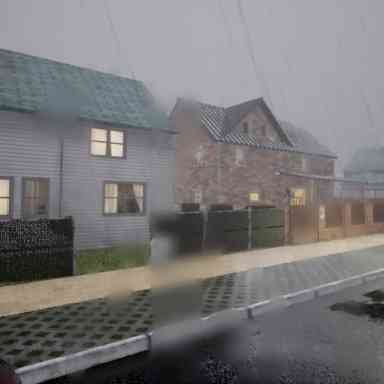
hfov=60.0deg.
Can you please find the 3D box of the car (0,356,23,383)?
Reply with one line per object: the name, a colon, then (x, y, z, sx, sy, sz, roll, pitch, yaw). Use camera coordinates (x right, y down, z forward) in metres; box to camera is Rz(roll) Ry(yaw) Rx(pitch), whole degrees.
car: (-2.747, 1.563, 1.110, 4.181, 1.385, 1.994, 0, 0, -35)
